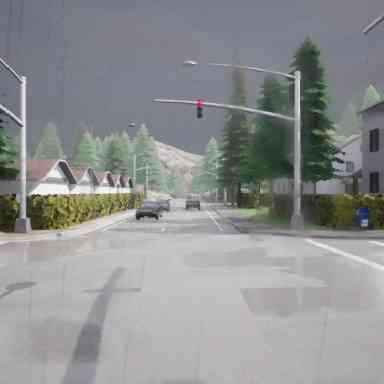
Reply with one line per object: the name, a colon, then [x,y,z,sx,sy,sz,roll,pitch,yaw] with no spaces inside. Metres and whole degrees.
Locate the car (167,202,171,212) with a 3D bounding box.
car: [-3.562,1.579,38.531,1.994,1.385,4.181,0,0,1]

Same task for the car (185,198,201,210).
car: [0.118,1.521,43.264,1.837,1.490,4.892,0,0,0]

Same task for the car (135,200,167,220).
car: [-3.587,1.558,28.614,2.033,1.411,5.357,0,0,0]
